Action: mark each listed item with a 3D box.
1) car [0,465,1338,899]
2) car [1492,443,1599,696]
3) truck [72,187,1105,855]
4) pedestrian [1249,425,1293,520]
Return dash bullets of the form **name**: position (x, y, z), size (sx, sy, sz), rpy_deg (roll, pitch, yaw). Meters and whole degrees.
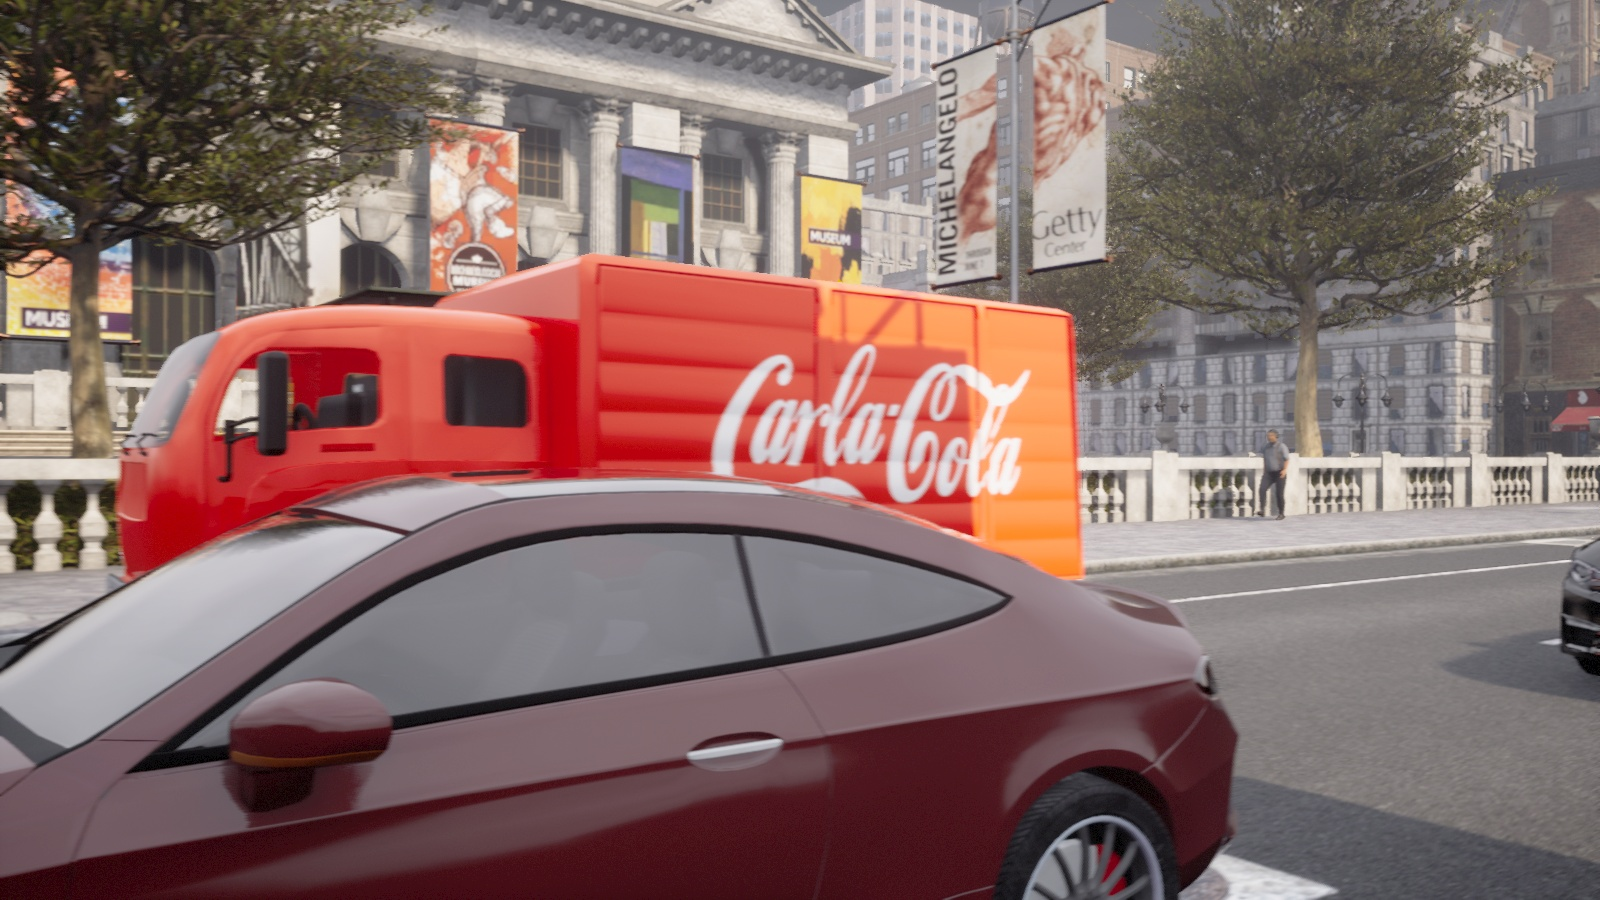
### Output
- **car**: position (-0.878, 0.780, 3.048), size (4.674, 1.442, 1.812), rpy_deg (0, 0, -35)
- **car**: position (7.039, 0.701, 8.573), size (4.902, 1.511, 2.128), rpy_deg (0, 0, -35)
- **truck**: position (-1.040, 0.284, 7.199), size (5.204, 2.467, 2.627), rpy_deg (1, 0, -35)
- **pedestrian**: position (9.320, 0.434, 24.849), size (0.694, 1.848, 0.540), rpy_deg (0, 0, -40)
